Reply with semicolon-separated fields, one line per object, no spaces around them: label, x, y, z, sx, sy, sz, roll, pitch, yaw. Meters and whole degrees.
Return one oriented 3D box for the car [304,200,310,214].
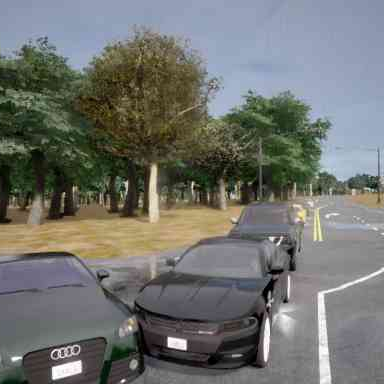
car;9.252;1.725;29.602;1.812;1.442;4.674;-1;0;20

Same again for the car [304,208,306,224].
car;5.059;1.775;18.338;1.895;1.301;4.718;-1;0;21

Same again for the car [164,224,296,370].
car;0.727;1.613;6.288;1.882;1.535;5.008;-1;-2;21

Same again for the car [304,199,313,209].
car;11.272;1.563;34.979;2.097;1.767;4.553;-1;0;21

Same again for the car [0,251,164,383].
car;-2.317;1.643;4.986;1.994;1.385;4.181;1;-2;-33

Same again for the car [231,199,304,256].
car;2.840;1.460;12.431;2.150;2.045;5.566;-2;0;20

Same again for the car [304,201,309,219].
car;7.200;1.664;24.095;1.882;1.535;5.008;-1;0;20
